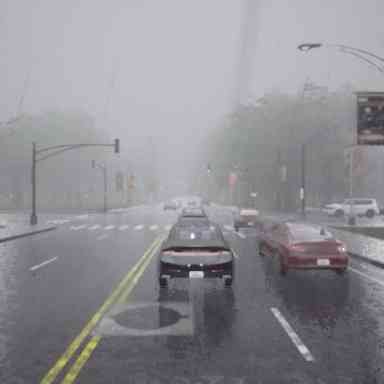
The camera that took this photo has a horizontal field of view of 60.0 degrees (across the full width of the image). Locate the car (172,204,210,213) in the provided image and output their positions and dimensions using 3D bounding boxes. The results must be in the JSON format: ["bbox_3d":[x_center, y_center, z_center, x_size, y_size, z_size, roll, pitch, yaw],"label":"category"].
[{"bbox_3d":[0.086,1.730,21.015,2.128,1.511,4.902,0,-1,0],"label":"car"}]

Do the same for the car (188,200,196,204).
[{"bbox_3d":[-0.054,2.641,80.685,1.882,1.535,5.008,0,-1,0],"label":"car"}]

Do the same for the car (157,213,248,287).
[{"bbox_3d":[0.093,1.590,9.601,2.128,1.511,4.902,0,-1,0],"label":"car"}]

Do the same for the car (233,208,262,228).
[{"bbox_3d":[3.759,1.781,22.309,1.812,1.442,4.674,0,-1,6],"label":"car"}]

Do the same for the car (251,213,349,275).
[{"bbox_3d":[3.338,1.637,10.752,1.812,1.442,4.674,0,0,0],"label":"car"}]

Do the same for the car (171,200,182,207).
[{"bbox_3d":[-3.298,2.511,71.659,2.128,1.511,4.902,0,-1,0],"label":"car"}]

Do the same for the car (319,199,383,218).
[{"bbox_3d":[17.083,1.731,35.734,5.566,2.045,2.150,0,-1,-1],"label":"car"}]

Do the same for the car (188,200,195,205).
[{"bbox_3d":[-0.062,2.809,91.138,1.994,1.385,4.181,0,-1,0],"label":"car"}]

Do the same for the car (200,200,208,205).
[{"bbox_3d":[3.188,2.797,91.140,2.033,1.411,5.357,0,-1,0],"label":"car"}]

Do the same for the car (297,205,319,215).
[{"bbox_3d":[14.840,2.134,38.955,4.718,1.301,1.895,0,-1,0],"label":"car"}]

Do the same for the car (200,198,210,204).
[{"bbox_3d":[3.196,2.391,80.756,2.150,2.045,5.566,0,-1,0],"label":"car"}]

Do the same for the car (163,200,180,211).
[{"bbox_3d":[-3.380,2.196,51.897,2.033,1.411,5.357,0,-1,0],"label":"car"}]
